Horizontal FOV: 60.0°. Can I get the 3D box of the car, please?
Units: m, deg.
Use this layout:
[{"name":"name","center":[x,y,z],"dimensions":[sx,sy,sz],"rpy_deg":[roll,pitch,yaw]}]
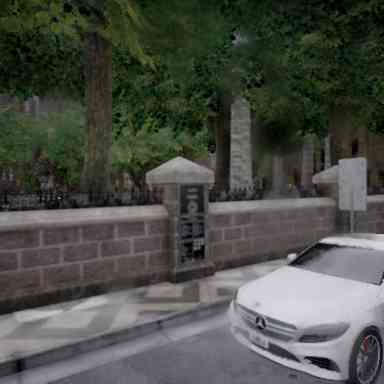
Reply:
[{"name":"car","center":[2.684,1.447,5.292],"dimensions":[4.674,1.442,1.812],"rpy_deg":[-1,1,-35]}]
